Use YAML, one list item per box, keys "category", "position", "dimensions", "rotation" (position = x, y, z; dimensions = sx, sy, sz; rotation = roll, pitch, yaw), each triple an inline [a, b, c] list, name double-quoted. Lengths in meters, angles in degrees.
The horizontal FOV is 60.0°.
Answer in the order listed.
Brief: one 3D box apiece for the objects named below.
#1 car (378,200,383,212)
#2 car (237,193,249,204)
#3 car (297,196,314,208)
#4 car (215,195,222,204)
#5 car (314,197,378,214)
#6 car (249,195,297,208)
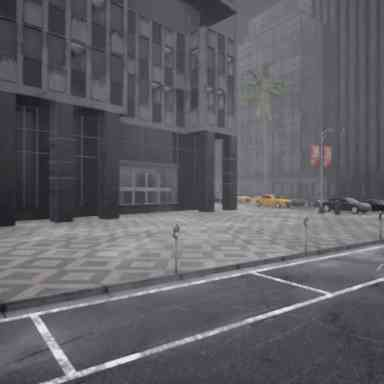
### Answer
- category: "car"
  position: [18.501, 1.407, 33.137]
  dimensions: [1.895, 1.301, 4.718]
  rotation: [0, 1, -36]
- category: "car"
  position: [6.687, 0.930, 49.760]
  dimensions: [1.882, 1.535, 5.008]
  rotation: [0, 1, -35]
- category: "car"
  position: [13.408, 1.216, 40.295]
  dimensions: [1.994, 1.385, 4.181]
  rotation: [0, 1, -35]
- category: "car"
  position: [3.793, 1.033, 48.227]
  dimensions: [1.895, 1.301, 4.718]
  rotation: [0, 1, -35]
- category: "car"
  position: [14.943, 1.270, 32.519]
  dimensions: [1.837, 1.490, 4.892]
  rotation: [0, 1, -35]
- category: "car"
  position: [9.647, 1.083, 39.976]
  dimensions: [1.882, 1.535, 5.008]
  rotation: [0, 1, -35]
